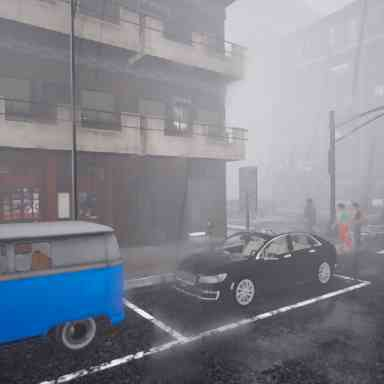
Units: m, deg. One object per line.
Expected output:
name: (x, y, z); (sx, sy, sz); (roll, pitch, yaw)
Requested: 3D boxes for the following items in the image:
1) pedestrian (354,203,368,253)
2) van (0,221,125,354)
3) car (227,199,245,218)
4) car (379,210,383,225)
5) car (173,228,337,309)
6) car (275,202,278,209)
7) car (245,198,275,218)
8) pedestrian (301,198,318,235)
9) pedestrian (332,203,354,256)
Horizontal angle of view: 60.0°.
pedestrian: (6.384, 1.292, 12.850); (0.375, 1.860, 0.375); (-1, 0, -36)
van: (-2.924, 1.341, 4.492); (3.998, 1.788, 1.690); (0, -1, -36)
car: (2.151, 1.510, 28.910); (1.887, 1.381, 4.507); (-1, 1, -35)
car: (13.579, 1.494, 19.179); (4.892, 1.490, 1.837); (0, 1, 40)
car: (1.617, 1.550, 7.734); (4.403, 1.369, 2.008); (0, -1, -36)
car: (7.315, 1.362, 36.574); (1.887, 1.381, 4.507); (-1, 1, -35)
car: (4.663, 1.404, 30.055); (1.882, 1.535, 5.008); (-1, 1, -35)
pedestrian: (4.952, 1.140, 13.837); (0.375, 1.860, 0.375); (-1, 0, -36)
pedestrian: (5.478, 1.293, 12.061); (0.375, 1.860, 0.375); (-1, 0, -36)
